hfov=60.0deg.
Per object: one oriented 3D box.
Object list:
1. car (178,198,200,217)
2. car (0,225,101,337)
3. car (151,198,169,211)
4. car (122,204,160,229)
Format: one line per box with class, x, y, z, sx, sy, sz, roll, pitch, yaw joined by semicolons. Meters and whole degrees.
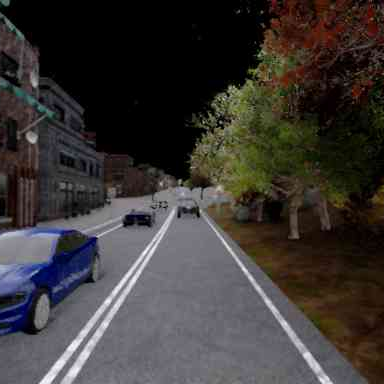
car;-0.356;1.481;33.295;2.097;1.767;4.553;0;0;-1
car;-3.385;1.545;7.067;1.882;1.535;5.008;0;-1;0
car;-3.846;1.460;39.658;1.994;1.385;4.181;0;0;-1
car;-3.579;1.739;23.154;1.895;1.301;4.718;0;0;-1
